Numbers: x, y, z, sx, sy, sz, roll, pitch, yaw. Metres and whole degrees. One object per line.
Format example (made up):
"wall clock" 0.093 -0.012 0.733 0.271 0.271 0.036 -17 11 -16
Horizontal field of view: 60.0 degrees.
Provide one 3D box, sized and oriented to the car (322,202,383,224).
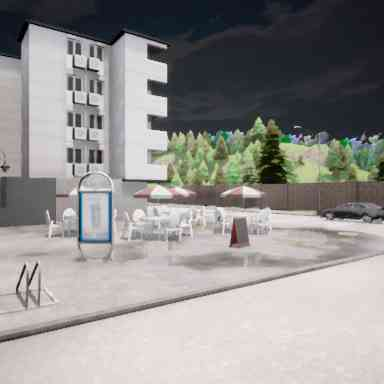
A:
"car" 12.203 1.495 25.047 2.128 1.511 4.902 0 0 -35
